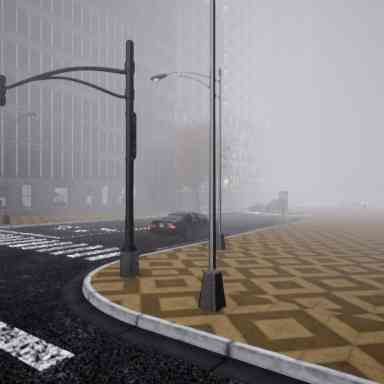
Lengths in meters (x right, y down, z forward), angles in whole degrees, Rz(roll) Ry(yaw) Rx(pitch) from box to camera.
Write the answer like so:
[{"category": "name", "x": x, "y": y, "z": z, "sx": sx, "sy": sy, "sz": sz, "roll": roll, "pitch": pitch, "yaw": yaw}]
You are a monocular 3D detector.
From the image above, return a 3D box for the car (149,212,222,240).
[{"category": "car", "x": -0.201, "y": 1.861, "z": 19.363, "sx": 2.033, "sy": 1.411, "sz": 5.357, "roll": 0, "pitch": -1, "yaw": 33}]

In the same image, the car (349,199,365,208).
[{"category": "car", "x": 41.931, "y": 3.145, "z": 84.589, "sx": 1.882, "sy": 1.535, "sz": 5.008, "roll": 0, "pitch": -1, "yaw": 33}]

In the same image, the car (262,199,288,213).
[{"category": "car", "x": 13.448, "y": 2.156, "z": 52.474, "sx": 2.150, "sy": 2.045, "sz": 5.566, "roll": 0, "pitch": -1, "yaw": 33}]

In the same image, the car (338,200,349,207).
[{"category": "car", "x": 39.201, "y": 3.203, "z": 86.352, "sx": 2.033, "sy": 1.411, "sz": 5.357, "roll": 0, "pitch": -1, "yaw": 33}]

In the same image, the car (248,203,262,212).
[{"category": "car", "x": 10.731, "y": 2.495, "z": 54.258, "sx": 1.994, "sy": 1.385, "sz": 4.181, "roll": 0, "pitch": -1, "yaw": 33}]
